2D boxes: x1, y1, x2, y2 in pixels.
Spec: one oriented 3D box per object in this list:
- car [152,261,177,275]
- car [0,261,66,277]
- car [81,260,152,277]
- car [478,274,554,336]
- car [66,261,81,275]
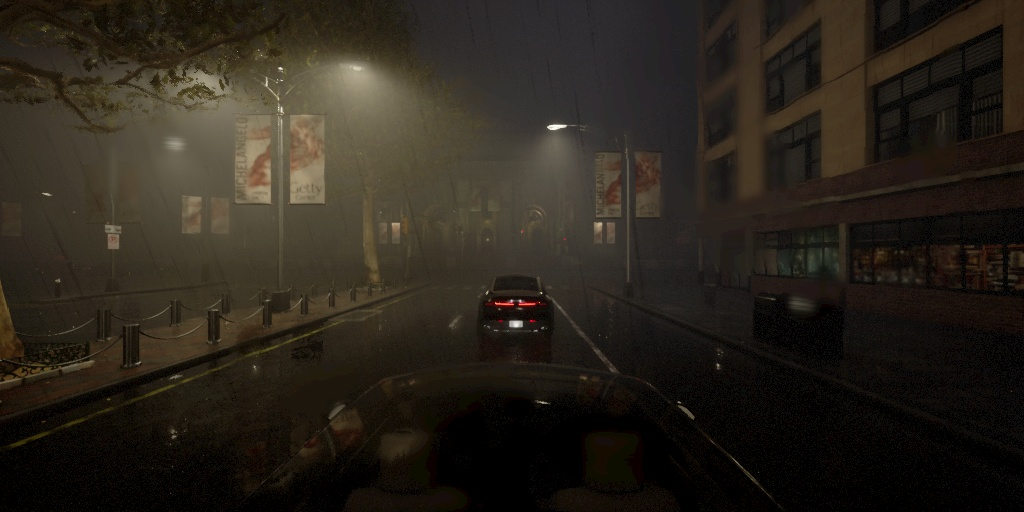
[{"bbox_3d":[-38.886,1.228,38.376,5.008,1.535,1.882,0,0,0],"label":"car"},{"bbox_3d":[-47.252,1.255,34.903,4.892,1.490,1.837,0,0,0],"label":"car"},{"bbox_3d":[-38.392,1.314,34.870,4.181,1.385,1.994,0,0,0],"label":"car"},{"bbox_3d":[0.126,1.255,10.340,1.837,1.490,4.892,0,0,1],"label":"car"},{"bbox_3d":[-48.136,1.242,38.411,4.902,1.511,2.128,0,0,0],"label":"car"}]
